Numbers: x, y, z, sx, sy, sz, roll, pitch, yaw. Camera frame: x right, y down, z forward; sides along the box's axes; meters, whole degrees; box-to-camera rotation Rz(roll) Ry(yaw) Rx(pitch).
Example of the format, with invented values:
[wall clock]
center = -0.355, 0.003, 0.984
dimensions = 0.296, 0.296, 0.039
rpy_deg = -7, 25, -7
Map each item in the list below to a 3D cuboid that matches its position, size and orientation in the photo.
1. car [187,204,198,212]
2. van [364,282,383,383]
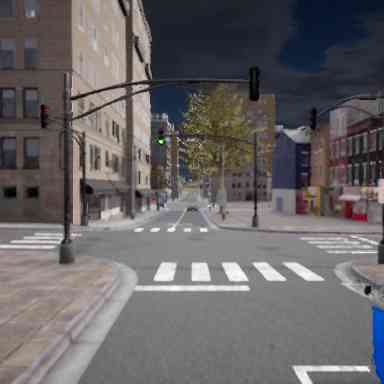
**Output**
[car]
center = 0.149, 2.679, 57.091
dimensions = 1.895, 1.301, 4.718
rpy_deg = 0, 0, 1
[van]
center = 2.610, 1.359, 1.827
dimensions = 1.690, 1.788, 3.998
rpy_deg = -2, -1, 0
